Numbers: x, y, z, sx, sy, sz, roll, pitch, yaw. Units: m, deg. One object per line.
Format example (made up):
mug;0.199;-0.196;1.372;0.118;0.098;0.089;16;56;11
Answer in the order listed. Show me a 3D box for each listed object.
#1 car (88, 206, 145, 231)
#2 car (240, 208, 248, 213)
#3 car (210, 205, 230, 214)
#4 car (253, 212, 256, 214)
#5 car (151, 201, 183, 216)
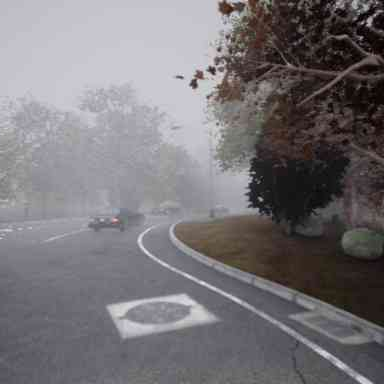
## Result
car;-4.470;1.566;20.502;2.033;1.411;5.357;-1;0;8
car;11.007;3.953;66.140;1.994;1.385;4.181;-1;-4;25
car;4.381;2.717;51.816;1.882;1.535;5.008;-1;-5;25
car;13.160;3.752;62.424;1.895;1.301;4.718;-1;-5;25
car;-2.680;1.792;36.486;1.837;1.490;4.892;-1;-1;25
